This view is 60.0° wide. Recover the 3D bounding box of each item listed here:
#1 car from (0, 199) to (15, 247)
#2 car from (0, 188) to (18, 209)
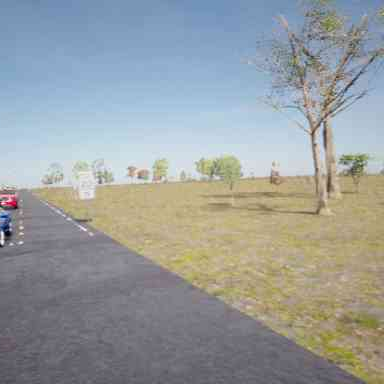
[{"bbox_3d":[-8.575,1.308,13.513,1.882,1.535,5.008,-2,2,-24],"label":"car"},{"bbox_3d":[-19.145,0.682,34.127,2.150,2.045,5.566,-3,3,-27],"label":"car"}]
